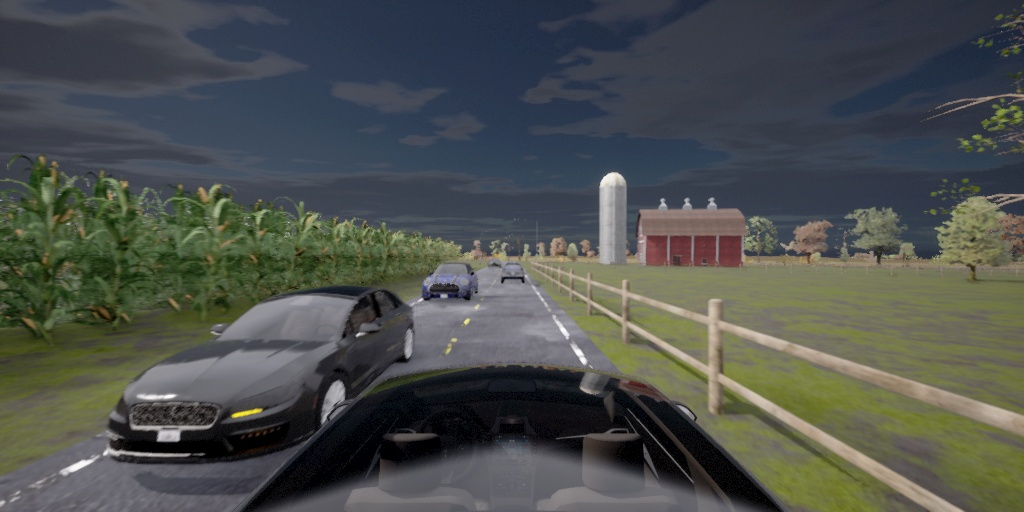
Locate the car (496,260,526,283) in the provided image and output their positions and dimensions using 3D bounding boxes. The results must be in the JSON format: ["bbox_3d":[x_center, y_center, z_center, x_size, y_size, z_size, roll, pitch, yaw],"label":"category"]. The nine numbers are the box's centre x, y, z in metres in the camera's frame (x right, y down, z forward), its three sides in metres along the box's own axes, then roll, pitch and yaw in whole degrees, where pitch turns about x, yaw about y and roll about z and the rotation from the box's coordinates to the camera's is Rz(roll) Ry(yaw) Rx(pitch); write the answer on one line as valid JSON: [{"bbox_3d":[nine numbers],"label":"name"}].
[{"bbox_3d":[0.074,1.293,27.896,2.033,1.411,5.357,0,0,0],"label":"car"}]

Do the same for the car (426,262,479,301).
[{"bbox_3d":[-2.828,1.097,17.288,2.097,1.767,4.553,0,0,1],"label":"car"}]

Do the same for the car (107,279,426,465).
[{"bbox_3d":[-2.848,1.255,5.407,1.837,1.490,4.892,0,0,0],"label":"car"}]

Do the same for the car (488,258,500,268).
[{"bbox_3d":[-2.839,1.116,60.373,2.097,1.767,4.553,0,0,0],"label":"car"}]
